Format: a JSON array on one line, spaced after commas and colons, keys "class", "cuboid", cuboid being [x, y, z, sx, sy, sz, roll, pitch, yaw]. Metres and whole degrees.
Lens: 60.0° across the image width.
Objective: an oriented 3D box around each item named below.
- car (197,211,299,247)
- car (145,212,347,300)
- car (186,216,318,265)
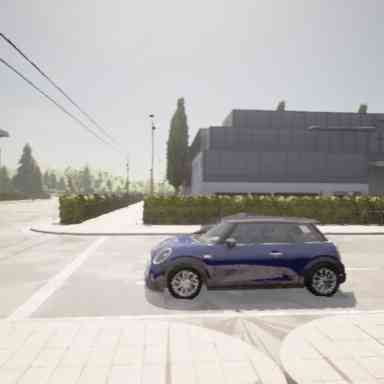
[{"class": "car", "cuboid": [2.441, 1.637, 15.192, 4.181, 1.385, 1.994, 1, 0, -5]}, {"class": "car", "cuboid": [1.167, 1.390, 8.049, 4.553, 1.767, 2.097, 1, 0, -5]}, {"class": "car", "cuboid": [1.938, 1.621, 11.632, 4.181, 1.385, 1.994, 1, 0, -5]}]
